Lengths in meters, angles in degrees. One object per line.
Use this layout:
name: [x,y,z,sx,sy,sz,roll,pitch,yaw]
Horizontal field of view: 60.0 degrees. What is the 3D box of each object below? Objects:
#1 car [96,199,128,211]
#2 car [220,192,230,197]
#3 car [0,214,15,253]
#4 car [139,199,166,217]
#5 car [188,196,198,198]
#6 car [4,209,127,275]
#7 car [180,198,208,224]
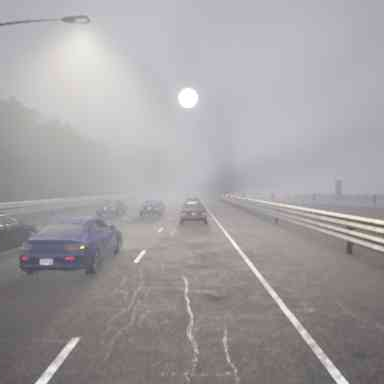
car: [-6.894,1.335,28.928,2.033,1.411,5.357,0,0,0]
car: [8.523,0.746,85.987,1.994,1.385,4.181,0,0,-12]
car: [-6.897,1.412,10.929,2.128,1.511,4.902,0,0,0]
car: [-3.394,1.335,28.964,2.033,1.411,5.357,0,0,0]
car: [0.111,1.244,42.011,1.994,1.385,4.181,0,1,0]
car: [-3.411,1.452,10.075,1.812,1.442,4.674,0,0,0]
car: [0.110,1.381,22.941,2.033,1.411,5.357,0,0,0]
